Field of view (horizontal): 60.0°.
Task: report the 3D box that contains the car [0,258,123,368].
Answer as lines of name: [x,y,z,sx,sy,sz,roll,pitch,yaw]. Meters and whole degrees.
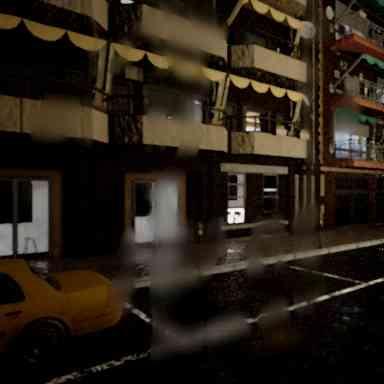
car: [-3.339,1.524,4.185,4.829,1.417,1.752,0,0,-35]
